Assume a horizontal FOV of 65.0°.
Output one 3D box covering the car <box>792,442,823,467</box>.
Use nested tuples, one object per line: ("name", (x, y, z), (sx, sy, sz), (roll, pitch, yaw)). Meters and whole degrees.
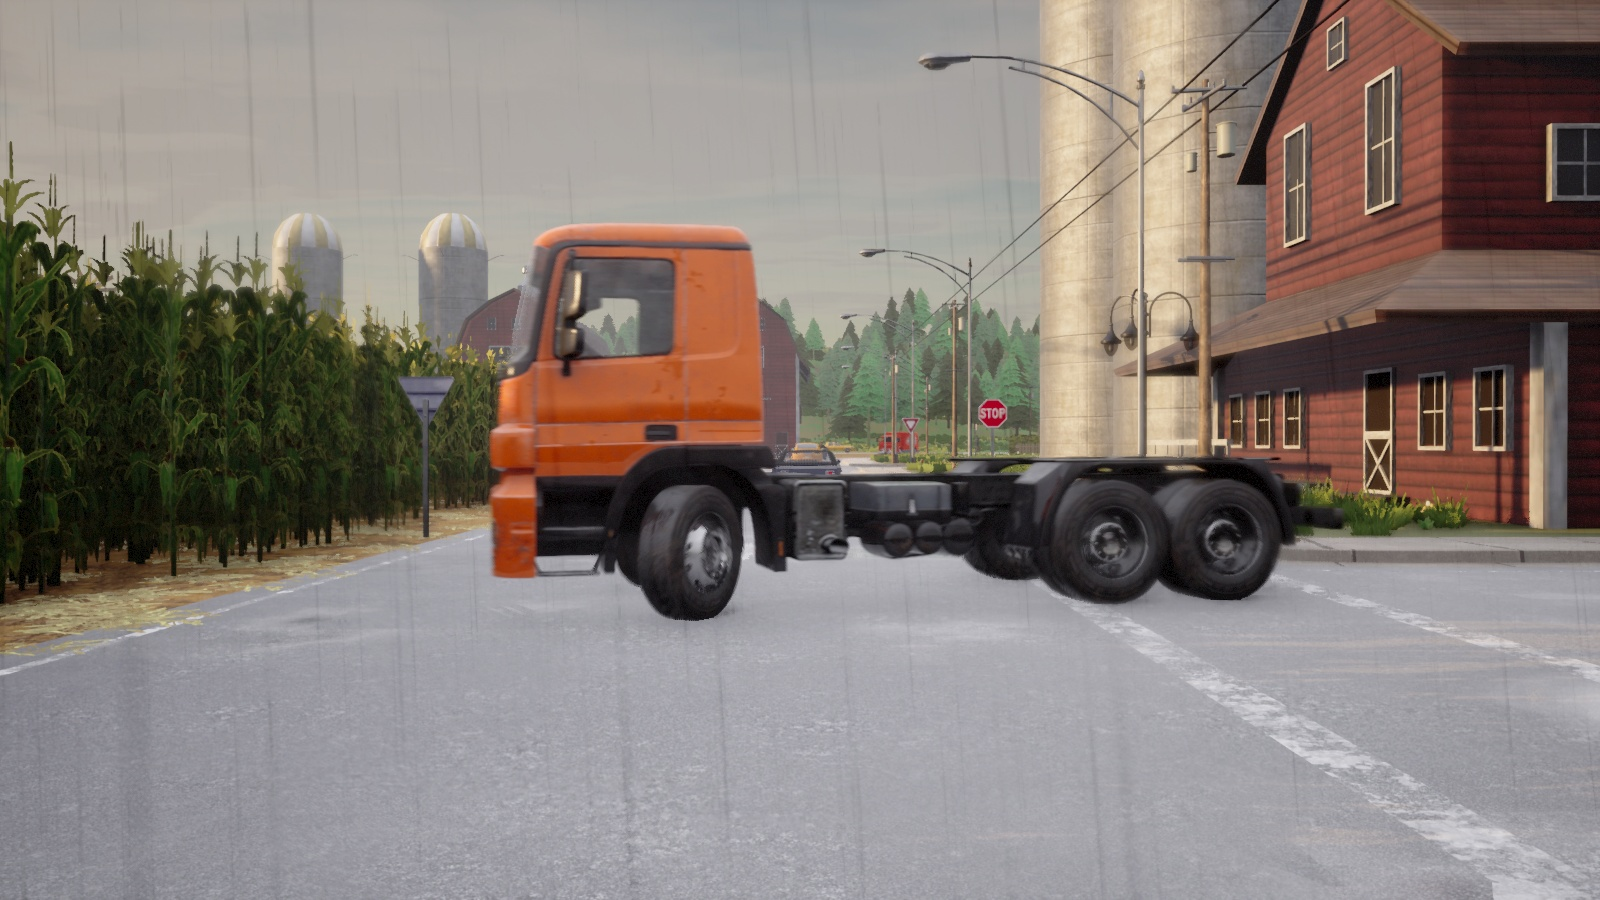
("car", (0.460, 0.277, 79.324), (1.882, 1.535, 5.008), (0, 0, 0))

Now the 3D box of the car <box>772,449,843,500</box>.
("car", (0.214, 0.647, 35.496), (1.895, 1.301, 4.718), (0, 0, 0))

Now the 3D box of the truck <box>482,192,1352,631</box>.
("truck", (1.000, -0.316, 12.275), (7.936, 3.462, 2.891), (0, 0, -14))
